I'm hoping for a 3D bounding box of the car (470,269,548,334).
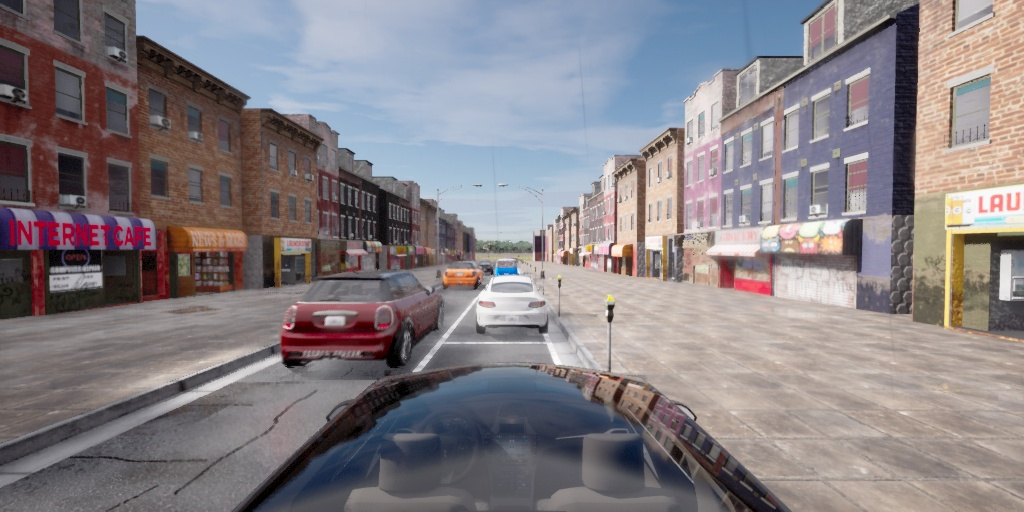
[{"bbox_3d":[0.003,1.272,10.502,1.812,1.442,4.674,0,0,0],"label":"car"}]

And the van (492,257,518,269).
[{"bbox_3d":[-0.382,1.081,27.392,1.690,1.789,3.998,0,0,0],"label":"van"}]

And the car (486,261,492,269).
[{"bbox_3d":[-2.920,1.262,39.906,1.812,1.442,4.674,0,0,0],"label":"car"}]

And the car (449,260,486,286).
[{"bbox_3d":[-3.019,1.095,22.902,2.097,1.767,4.553,0,0,0],"label":"car"}]

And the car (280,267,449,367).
[{"bbox_3d":[-2.924,1.099,8.056,2.097,1.767,4.553,0,0,0],"label":"car"}]
